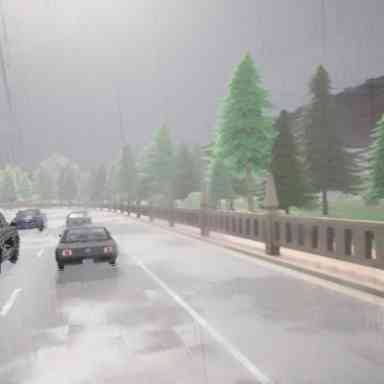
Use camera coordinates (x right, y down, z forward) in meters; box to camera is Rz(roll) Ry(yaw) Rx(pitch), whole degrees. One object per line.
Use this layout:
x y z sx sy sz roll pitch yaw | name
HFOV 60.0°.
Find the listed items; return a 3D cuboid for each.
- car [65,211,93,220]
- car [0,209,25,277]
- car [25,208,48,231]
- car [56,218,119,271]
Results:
-8.445 2.139 24.911 2.033 1.411 5.357 -1 -1 -20 | car
-7.033 1.574 10.593 2.150 2.045 5.566 -1 -1 -19 | car
-12.416 2.067 25.672 2.097 1.767 4.553 -1 -1 -19 | car
-3.893 1.885 12.247 1.895 1.301 4.718 -1 -1 -19 | car
